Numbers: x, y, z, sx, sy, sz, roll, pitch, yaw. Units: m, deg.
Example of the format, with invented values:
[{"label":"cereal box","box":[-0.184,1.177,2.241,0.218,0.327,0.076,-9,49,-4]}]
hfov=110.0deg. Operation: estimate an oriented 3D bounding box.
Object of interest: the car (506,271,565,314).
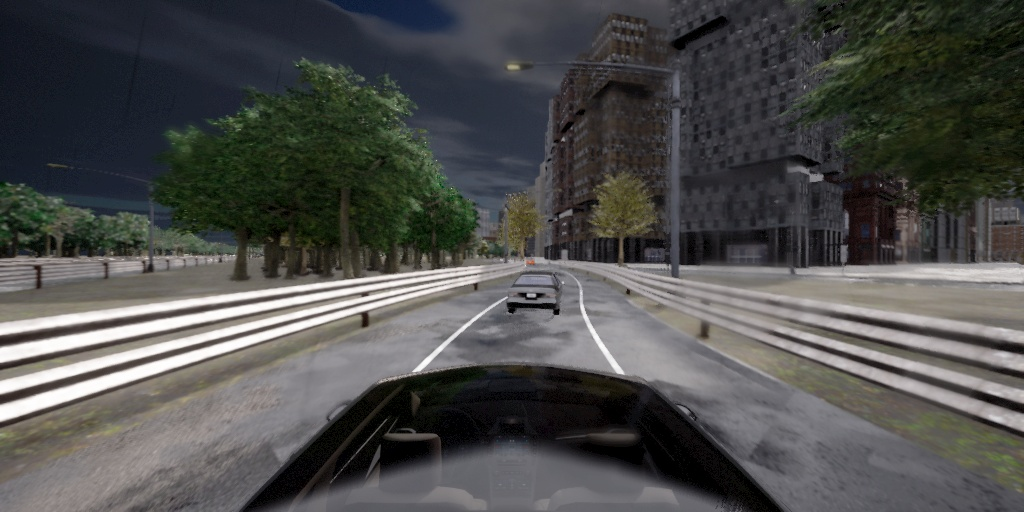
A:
[{"label":"car","box":[1.010,1.302,13.909,2.033,1.411,5.357,0,0,9]}]
